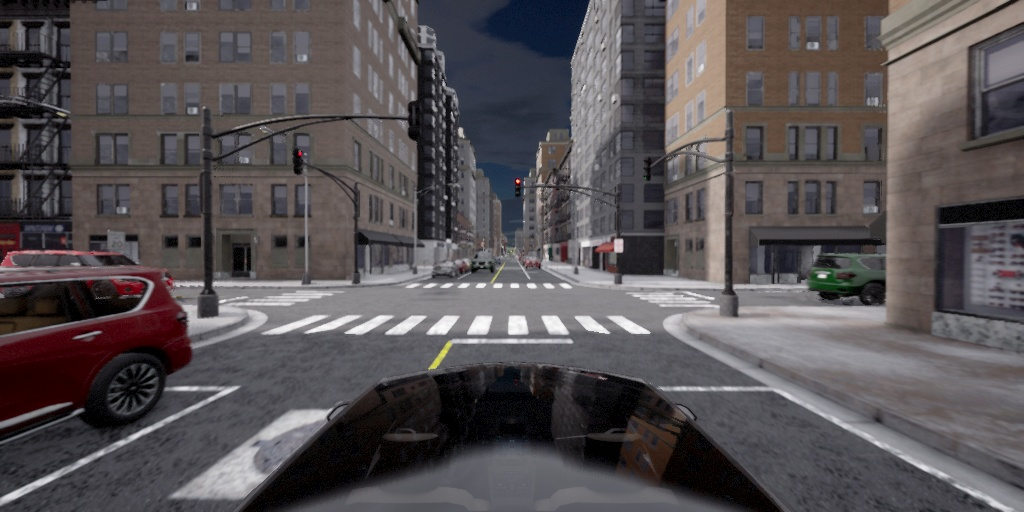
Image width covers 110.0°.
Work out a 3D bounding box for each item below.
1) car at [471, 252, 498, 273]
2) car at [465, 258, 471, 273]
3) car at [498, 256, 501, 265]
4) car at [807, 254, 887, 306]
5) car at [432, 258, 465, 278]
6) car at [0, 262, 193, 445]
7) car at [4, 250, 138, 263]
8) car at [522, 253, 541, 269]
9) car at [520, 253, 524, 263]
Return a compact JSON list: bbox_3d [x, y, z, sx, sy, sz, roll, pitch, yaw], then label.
[{"bbox_3d":[-2.849,0.640,36.482,2.150,2.045,5.566,0,0,0],"label":"car"},{"bbox_3d":[-5.388,0.980,34.797,1.888,1.381,4.507,0,0,0],"label":"car"},{"bbox_3d":[-2.761,0.734,59.893,2.033,1.411,5.357,0,1,0],"label":"car"},{"bbox_3d":[15.304,0.931,14.612,5.566,2.045,2.150,0,1,0],"label":"car"},{"bbox_3d":[-5.388,1.038,29.342,2.007,1.370,4.403,0,0,0],"label":"car"},{"bbox_3d":[-5.388,1.054,2.880,2.192,1.841,5.009,0,0,0],"label":"car"},{"bbox_3d":[-17.186,0.805,14.567,5.566,2.045,2.150,0,1,0],"label":"car"},{"bbox_3d":[2.636,0.768,45.697,1.967,1.591,4.097,0,0,0],"label":"car"},{"bbox_3d":[2.636,0.659,56.605,1.967,1.591,4.097,0,0,0],"label":"car"}]
